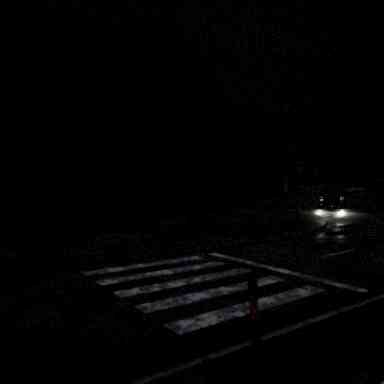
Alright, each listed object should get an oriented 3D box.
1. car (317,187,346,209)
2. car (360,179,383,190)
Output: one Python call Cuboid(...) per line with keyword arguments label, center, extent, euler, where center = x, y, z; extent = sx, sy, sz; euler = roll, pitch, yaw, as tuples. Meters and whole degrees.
Cuboid(label="car", center=(12.120, 0.431, 29.006), extent=(2.097, 1.767, 4.553), euler=(-2, 3, 21))
Cuboid(label="car", center=(27.078, -1.183, 49.360), extent=(1.882, 1.535, 5.008), euler=(-4, 2, -7))
